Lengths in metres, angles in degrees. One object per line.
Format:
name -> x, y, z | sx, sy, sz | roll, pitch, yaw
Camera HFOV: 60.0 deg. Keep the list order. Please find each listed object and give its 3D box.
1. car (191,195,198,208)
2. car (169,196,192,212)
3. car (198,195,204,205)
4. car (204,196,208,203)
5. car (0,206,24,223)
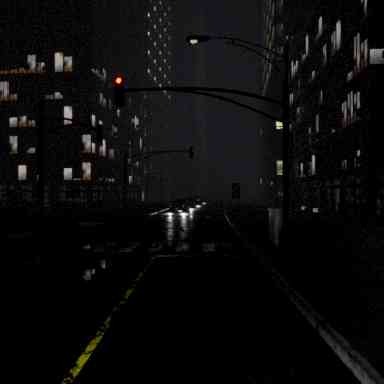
car -> -0.631, 1.486, 46.819 | 1.812, 1.442, 4.674 | 0, 0, 6
car -> -1.448, 1.499, 37.854 | 1.812, 1.442, 4.674 | 0, 0, 5
car -> 0.443, 1.293, 56.634 | 2.097, 1.767, 4.553 | 0, 0, 7
car -> 2.190, 1.458, 69.471 | 2.033, 1.411, 5.357 | 0, 0, 8
car -> -16.444, 1.854, 28.063 | 4.403, 1.369, 2.008 | -1, 1, 10
